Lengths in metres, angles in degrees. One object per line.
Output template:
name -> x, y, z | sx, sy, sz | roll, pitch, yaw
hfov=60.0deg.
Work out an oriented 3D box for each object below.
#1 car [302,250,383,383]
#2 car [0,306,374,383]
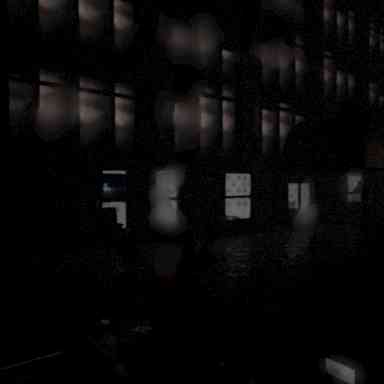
car -> 3.360, 1.514, 4.755 | 4.313, 1.339, 1.947 | 0, 0, -34
car -> -1.328, 1.528, 1.542 | 4.403, 1.369, 2.008 | 0, 0, -34
